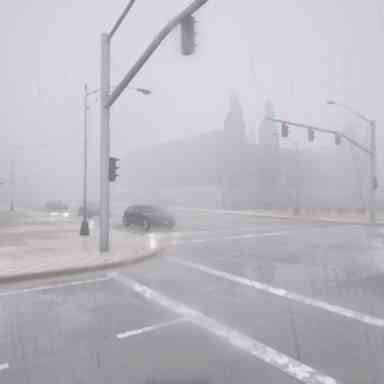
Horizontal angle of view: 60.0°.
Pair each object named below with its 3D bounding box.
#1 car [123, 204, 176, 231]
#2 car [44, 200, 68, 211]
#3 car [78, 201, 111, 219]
[{"bbox_3d":[-2.910,1.576,21.688,1.837,1.490,4.892,0,0,-36],"label":"car"},{"bbox_3d":[-16.772,1.672,41.089,1.895,1.301,4.718,0,0,-35],"label":"car"},{"bbox_3d":[-8.908,1.597,30.101,1.812,1.442,4.674,0,0,-35],"label":"car"}]
